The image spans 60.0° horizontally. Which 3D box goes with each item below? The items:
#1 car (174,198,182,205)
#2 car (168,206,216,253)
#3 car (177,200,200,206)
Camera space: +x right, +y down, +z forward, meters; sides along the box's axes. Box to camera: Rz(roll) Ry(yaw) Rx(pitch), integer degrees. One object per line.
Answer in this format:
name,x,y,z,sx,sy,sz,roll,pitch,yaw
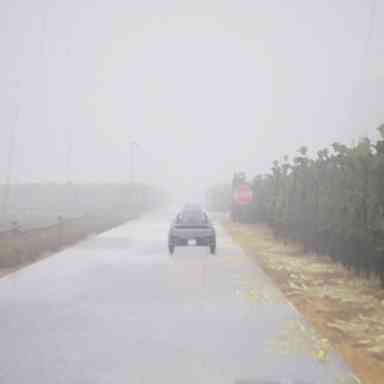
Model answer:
car,-3.096,2.229,78.534,2.097,1.767,4.553,0,-2,0
car,0.005,1.599,14.297,2.128,1.511,4.902,0,0,0
car,0.003,1.714,28.986,2.033,1.411,5.357,0,0,0
